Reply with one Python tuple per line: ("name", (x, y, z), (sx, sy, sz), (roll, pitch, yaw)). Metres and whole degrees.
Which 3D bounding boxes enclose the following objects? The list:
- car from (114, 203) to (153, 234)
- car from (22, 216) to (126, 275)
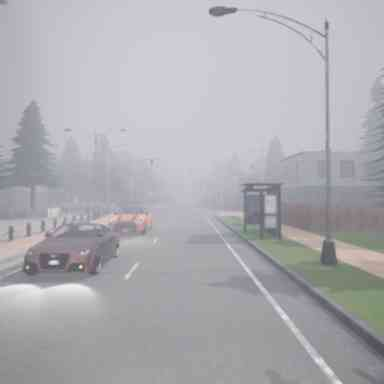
("car", (-3.723, 1.610, 20.927), (2.097, 1.767, 4.553), (0, -1, 0))
("car", (-3.660, 1.703, 10.810), (1.994, 1.385, 4.181), (0, -1, 0))
